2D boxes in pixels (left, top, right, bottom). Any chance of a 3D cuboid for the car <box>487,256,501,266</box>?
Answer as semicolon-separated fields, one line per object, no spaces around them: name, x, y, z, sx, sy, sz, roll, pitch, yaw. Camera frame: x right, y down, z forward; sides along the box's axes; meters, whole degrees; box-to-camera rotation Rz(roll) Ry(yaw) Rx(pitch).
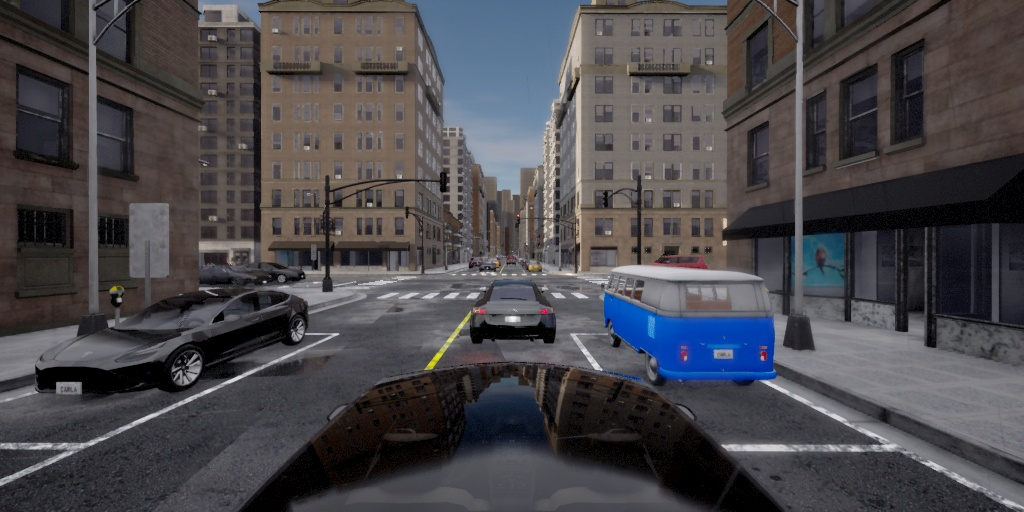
car;-3.108;1.213;57.209;1.882;1.535;5.008;0;0;0

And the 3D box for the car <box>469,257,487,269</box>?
car;-5.687;1.050;56.891;2.192;1.841;5.009;0;0;0

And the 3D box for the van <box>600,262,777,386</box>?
van;2.883;1.090;6.712;1.690;1.789;3.998;0;0;0

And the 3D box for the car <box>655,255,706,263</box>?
car;13.369;0.963;30.017;5.566;2.045;2.150;0;0;0

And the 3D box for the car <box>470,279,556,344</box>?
car;0.044;1.314;9.636;1.994;1.385;4.181;0;0;1

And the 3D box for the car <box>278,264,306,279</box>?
car;-17.862;1.228;26.396;4.892;1.490;1.837;1;0;0

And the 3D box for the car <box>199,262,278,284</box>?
car;-18.623;1.279;23.141;5.357;1.411;2.033;0;0;0

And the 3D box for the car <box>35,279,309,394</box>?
car;-5.642;1.315;6.756;1.948;1.339;4.313;0;0;0

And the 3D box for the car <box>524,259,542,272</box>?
car;2.920;1.267;46.072;1.751;1.417;4.829;0;0;0

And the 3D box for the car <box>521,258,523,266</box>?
car;2.838;1.286;56.954;2.007;1.370;4.403;0;0;0

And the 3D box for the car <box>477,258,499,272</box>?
car;-3.036;1.305;45.866;1.994;1.385;4.181;0;0;-1

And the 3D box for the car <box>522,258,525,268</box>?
car;2.880;1.178;51.428;1.967;1.591;4.097;0;0;0
